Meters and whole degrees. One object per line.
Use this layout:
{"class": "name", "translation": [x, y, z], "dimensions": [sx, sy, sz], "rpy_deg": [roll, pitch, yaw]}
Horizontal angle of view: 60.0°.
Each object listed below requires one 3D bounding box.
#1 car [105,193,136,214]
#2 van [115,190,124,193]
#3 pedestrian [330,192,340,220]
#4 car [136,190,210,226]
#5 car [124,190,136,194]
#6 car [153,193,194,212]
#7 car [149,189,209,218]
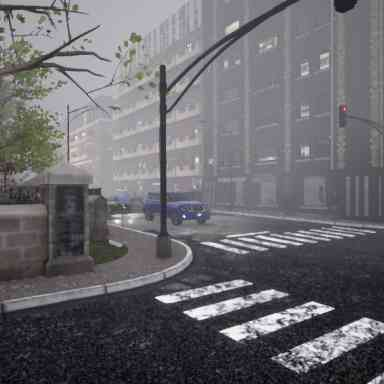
{"class": "car", "translation": [-6.855, 1.098, 29.322], "dimensions": [1.994, 1.385, 4.181], "rpy_deg": [0, 1, -36]}
{"class": "van", "translation": [-8.401, 0.654, 41.249], "dimensions": [1.690, 1.788, 3.998], "rpy_deg": [1, 1, -36]}
{"class": "pedestrian", "translation": [9.402, 0.902, 21.910], "dimensions": [0.375, 1.860, 0.375], "rpy_deg": [1, -1, -36]}
{"class": "car", "translation": [-1.194, 0.926, 21.594], "dimensions": [2.150, 2.045, 5.566], "rpy_deg": [0, 1, -36]}
{"class": "car", "translation": [-5.136, 0.726, 36.794], "dimensions": [2.192, 1.841, 5.009], "rpy_deg": [1, 1, -36]}
{"class": "car", "translation": [-1.873, 0.949, 32.341], "dimensions": [1.967, 1.590, 4.097], "rpy_deg": [1, 1, -36]}
{"class": "car", "translation": [-1.199, 0.831, 26.923], "dimensions": [2.150, 2.045, 5.566], "rpy_deg": [0, 1, -35]}
